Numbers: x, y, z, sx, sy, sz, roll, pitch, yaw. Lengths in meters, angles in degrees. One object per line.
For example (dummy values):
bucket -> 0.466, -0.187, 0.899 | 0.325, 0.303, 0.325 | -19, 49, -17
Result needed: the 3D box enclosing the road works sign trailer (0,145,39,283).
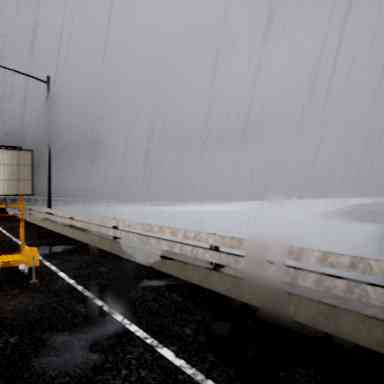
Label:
road works sign trailer -> -5.625, 0.513, 8.997 | 2.380, 3.560, 2.880 | 0, 0, -35
